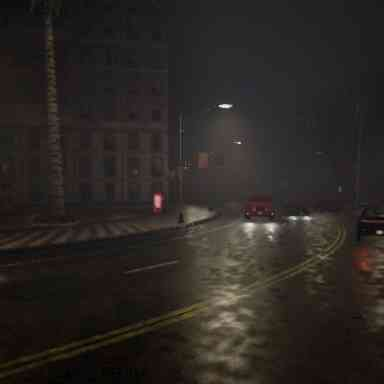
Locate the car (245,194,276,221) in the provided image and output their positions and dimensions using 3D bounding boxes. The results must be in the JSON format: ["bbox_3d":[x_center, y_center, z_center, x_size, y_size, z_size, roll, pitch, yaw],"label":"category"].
[{"bbox_3d":[5.719,1.211,27.649,2.150,2.045,5.566,0,0,13],"label":"car"}]

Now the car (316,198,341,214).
[{"bbox_3d":[13.827,1.411,34.670,1.882,1.535,5.008,0,0,4],"label":"car"}]

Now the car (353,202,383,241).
[{"bbox_3d":[8.878,1.442,15.887,2.128,1.511,4.902,0,0,28],"label":"car"}]

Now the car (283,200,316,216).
[{"bbox_3d":[10.095,1.508,32.472,2.033,1.411,5.357,0,0,6],"label":"car"}]

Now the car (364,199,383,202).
[{"bbox_3d":[16.988,1.395,30.946,2.128,1.511,4.902,0,0,8],"label":"car"}]
